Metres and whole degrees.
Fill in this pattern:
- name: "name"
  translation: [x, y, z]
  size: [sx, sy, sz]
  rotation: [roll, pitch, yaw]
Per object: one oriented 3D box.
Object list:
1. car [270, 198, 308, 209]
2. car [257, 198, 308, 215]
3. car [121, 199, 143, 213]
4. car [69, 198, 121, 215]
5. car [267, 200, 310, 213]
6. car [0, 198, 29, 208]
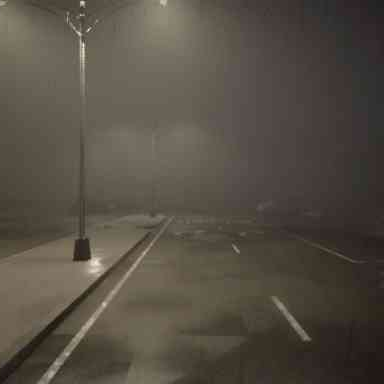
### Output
- name: "car"
  translation: [13.882, 1.579, 47.872]
  size: [4.892, 1.490, 1.837]
  rotation: [1, 0, 0]
- name: "car"
  translation: [8.950, 1.577, 33.678]
  size: [4.674, 1.442, 1.812]
  rotation: [0, 0, 0]
- name: "car"
  translation: [-8.006, 1.548, 37.225]
  size: [4.902, 1.511, 2.128]
  rotation: [0, 0, 0]
- name: "car"
  translation: [-9.936, 1.404, 33.733]
  size: [4.553, 1.767, 2.097]
  rotation: [0, 0, 0]
- name: "car"
  translation: [10.719, 1.620, 37.157]
  size: [4.181, 1.385, 1.994]
  rotation: [0, 0, 0]
- name: "car"
  translation: [-26.181, 1.576, 47.991]
  size: [4.892, 1.490, 1.837]
  rotation: [0, 0, 0]
